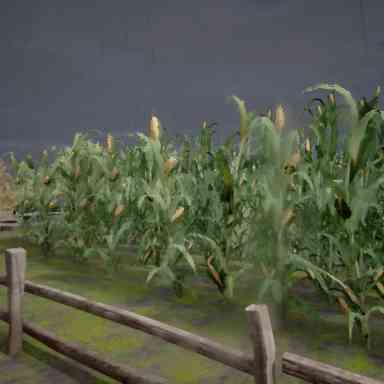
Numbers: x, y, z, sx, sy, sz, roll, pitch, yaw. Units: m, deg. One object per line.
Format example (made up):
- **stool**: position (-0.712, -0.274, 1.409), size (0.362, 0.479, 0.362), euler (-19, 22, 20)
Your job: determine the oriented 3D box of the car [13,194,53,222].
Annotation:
- **car**: position (-11.110, 1.186, 26.426), size (2.150, 2.045, 5.566), euler (0, 0, 36)
